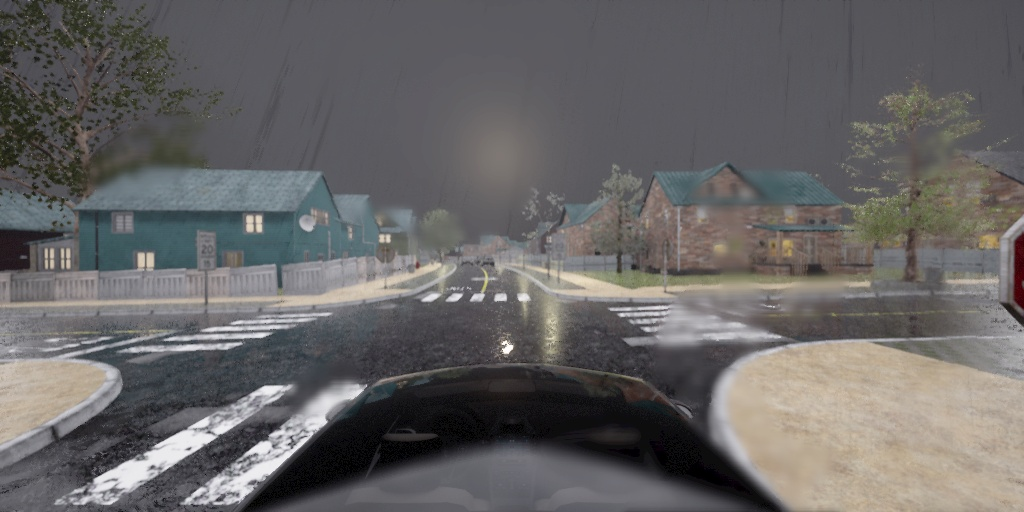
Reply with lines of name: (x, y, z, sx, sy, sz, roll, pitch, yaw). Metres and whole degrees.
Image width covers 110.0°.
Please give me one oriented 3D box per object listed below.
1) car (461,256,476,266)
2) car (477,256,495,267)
car: (-7.230, 0.779, 57.652, 1.837, 1.490, 4.892, 0, 0, -10)
car: (-3.701, 0.790, 53.597, 1.837, 1.490, 4.892, 0, 0, -10)
